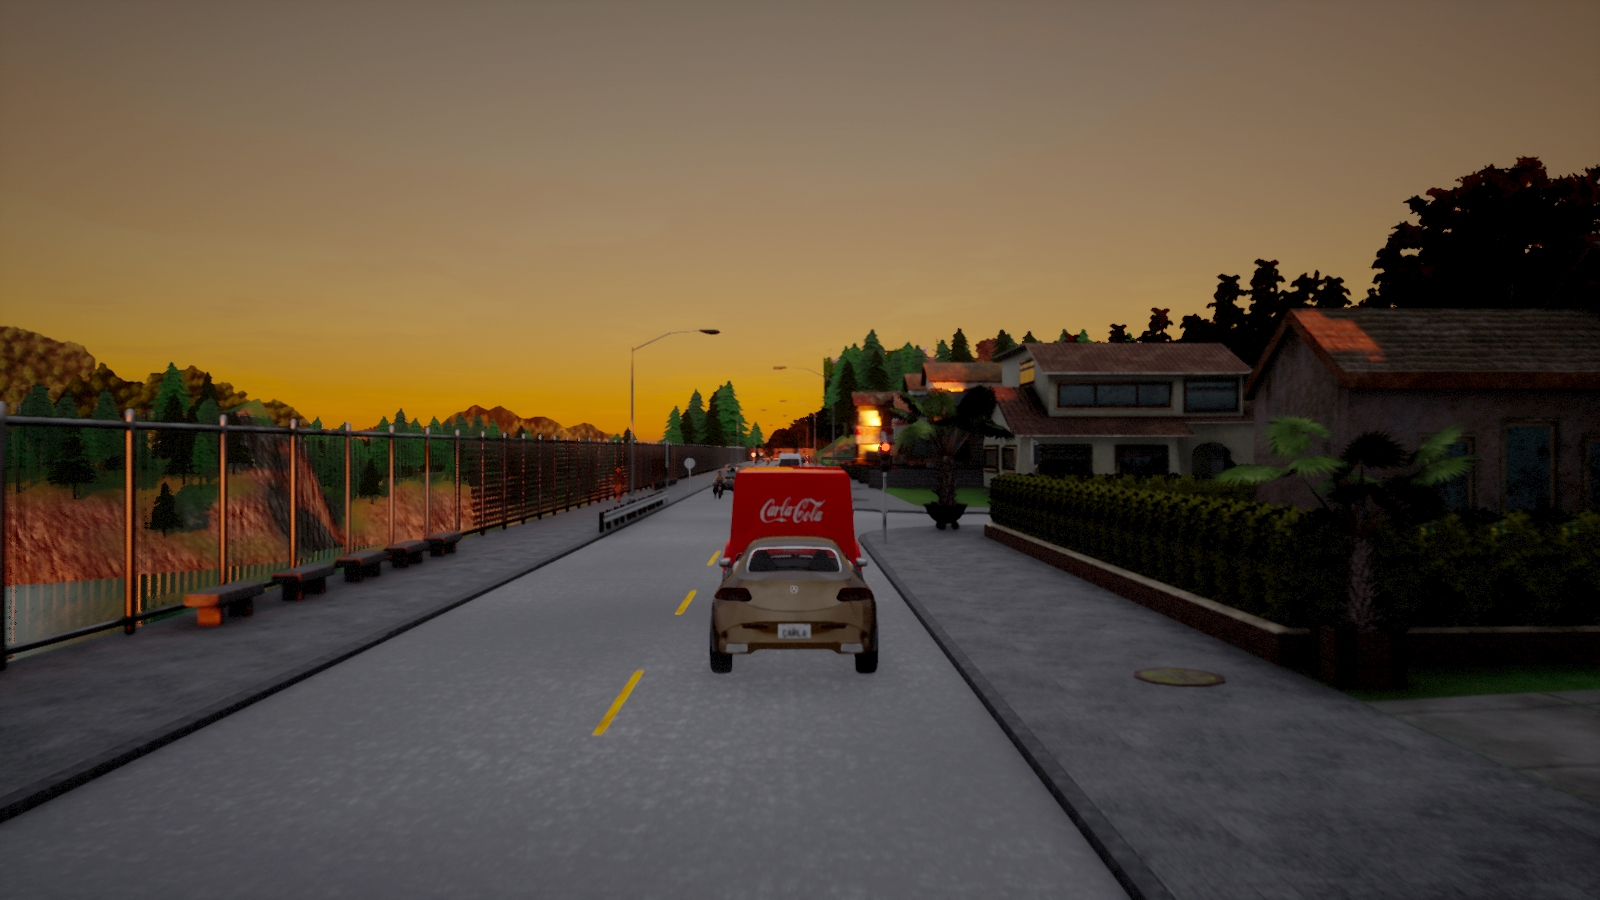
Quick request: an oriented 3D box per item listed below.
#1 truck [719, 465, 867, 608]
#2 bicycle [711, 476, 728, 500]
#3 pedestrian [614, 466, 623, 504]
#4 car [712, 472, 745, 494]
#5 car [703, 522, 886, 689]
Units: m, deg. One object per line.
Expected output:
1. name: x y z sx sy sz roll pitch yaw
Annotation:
1. truck: -0.155 1.569 22.894 2.627 2.467 5.204 0 0 -1
2. bicycle: -4.557 2.158 64.974 0.859 1.276 1.487 0 0 -1
3. pedestrian: -9.098 1.744 57.297 0.375 1.860 0.375 0 0 3
4. car: -4.658 2.155 74.794 1.895 1.301 4.718 0 0 -1
5. car: -0.091 1.992 15.974 2.152 1.651 5.027 0 0 -1
